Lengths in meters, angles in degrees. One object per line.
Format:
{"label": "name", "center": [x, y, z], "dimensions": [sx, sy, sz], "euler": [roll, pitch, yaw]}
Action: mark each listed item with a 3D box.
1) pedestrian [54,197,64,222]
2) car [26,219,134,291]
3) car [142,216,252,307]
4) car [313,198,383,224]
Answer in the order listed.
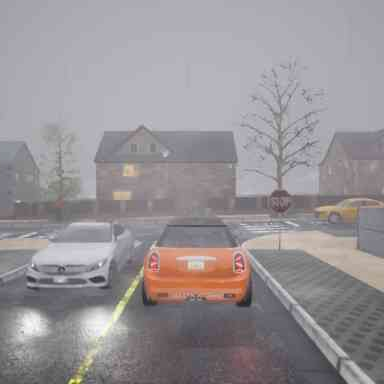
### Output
{"label": "pedestrian", "center": [-9.699, 1.257, 24.218], "dimensions": [0.375, 1.860, 0.375], "euler": [0, 2, 0]}
{"label": "car", "center": [-2.735, 1.524, 9.144], "dimensions": [1.812, 1.442, 4.674], "euler": [0, 0, -1]}
{"label": "car", "center": [0.155, 1.351, 8.158], "dimensions": [2.097, 1.767, 4.553], "euler": [0, 0, 2]}
{"label": "car", "center": [10.386, 1.163, 21.382], "dimensions": [5.008, 1.535, 1.882], "euler": [-1, 1, 0]}
